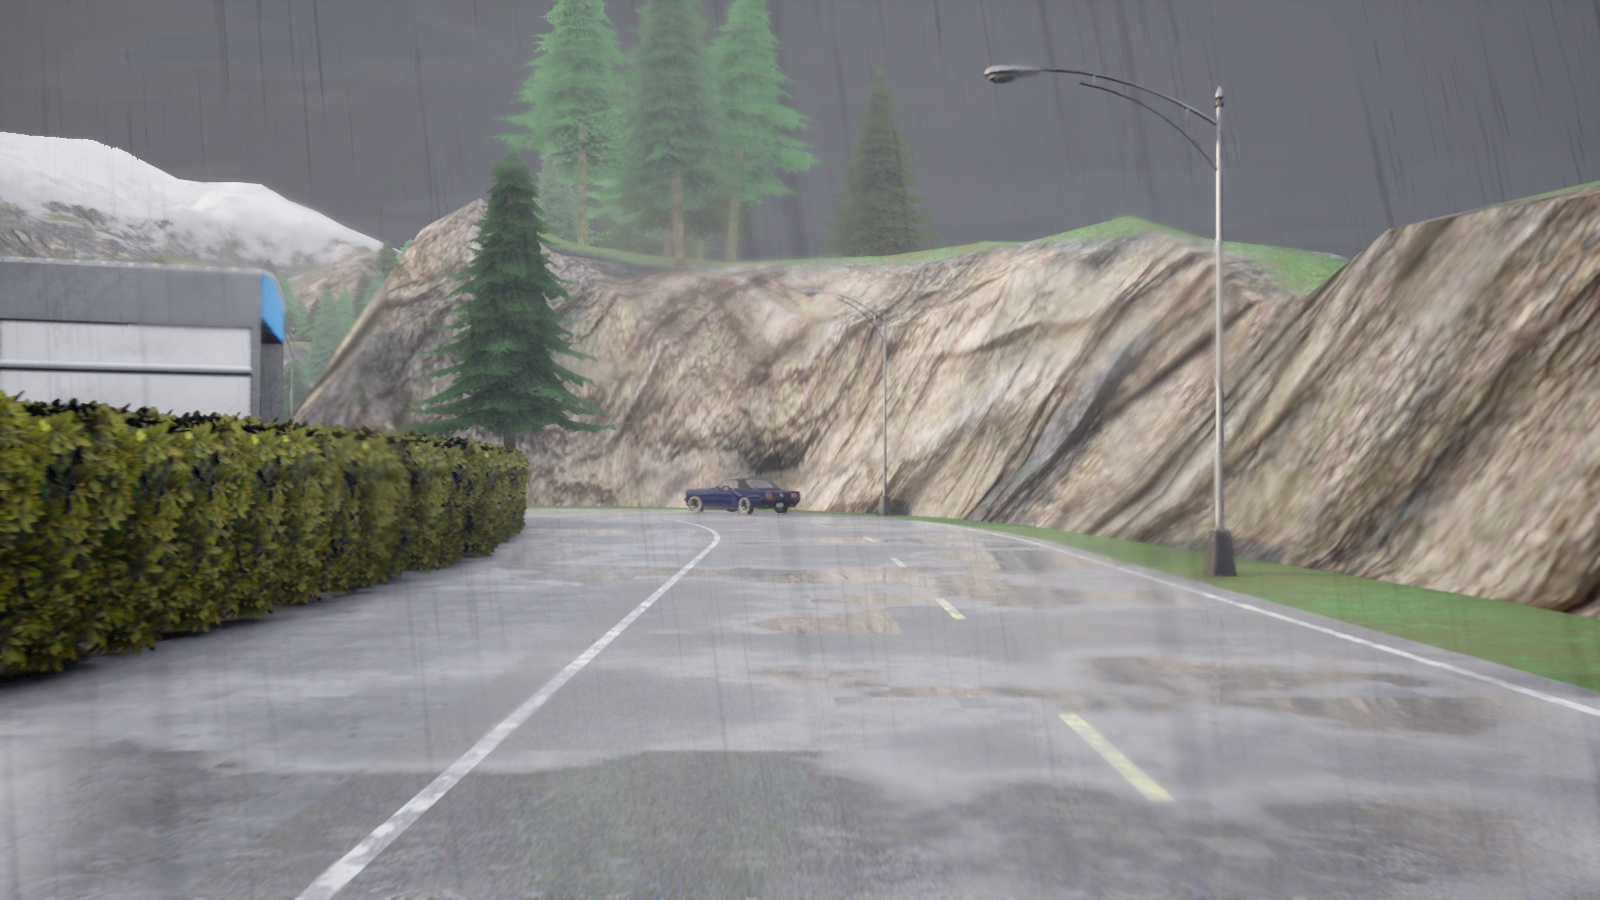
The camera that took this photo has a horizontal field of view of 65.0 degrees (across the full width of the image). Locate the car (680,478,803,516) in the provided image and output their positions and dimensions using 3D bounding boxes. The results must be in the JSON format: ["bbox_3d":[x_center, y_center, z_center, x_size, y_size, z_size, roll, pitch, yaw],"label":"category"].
[{"bbox_3d":[-2.189,1.692,45.873,1.895,1.301,4.718,1,-1,-42],"label":"car"}]
